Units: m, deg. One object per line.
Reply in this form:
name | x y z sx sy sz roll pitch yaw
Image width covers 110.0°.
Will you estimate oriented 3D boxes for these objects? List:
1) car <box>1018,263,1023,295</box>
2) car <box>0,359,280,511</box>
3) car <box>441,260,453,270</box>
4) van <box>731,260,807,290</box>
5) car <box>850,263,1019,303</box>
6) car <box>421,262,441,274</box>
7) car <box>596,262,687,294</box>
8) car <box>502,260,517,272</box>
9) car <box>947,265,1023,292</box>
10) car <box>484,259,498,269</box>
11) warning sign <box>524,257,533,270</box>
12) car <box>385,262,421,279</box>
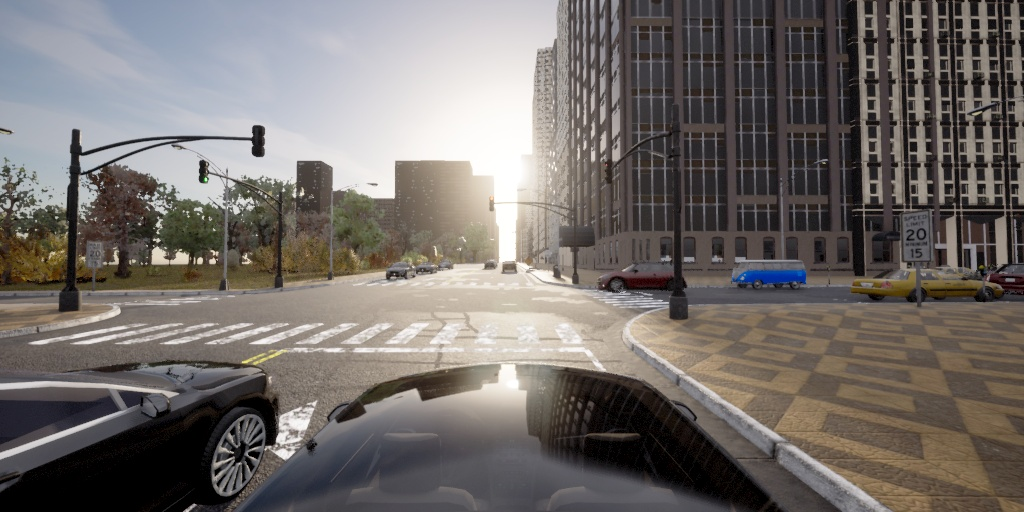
car | 21.629 0.962 14.190 4.097 1.591 1.967 0 0 -1
car | -3.140 1.242 1.495 2.128 1.511 4.902 0 0 -1
car | -10.342 1.408 55.929 2.128 1.511 4.902 0 0 -1
van | 15.760 1.123 22.087 3.998 1.789 1.690 0 0 -1
car | 16.215 1.076 14.073 4.829 1.417 1.751 0 0 -1
car | -10.226 1.416 42.971 1.994 1.385 4.181 0 0 0
car | 7.000 1.116 19.756 4.553 1.767 2.097 0 -2 4
car | -0.342 1.359 49.642 1.882 1.535 5.008 0 0 -1
car | 27.880 1.195 19.760 5.357 1.411 2.033 0 -2 -1
car | -3.815 1.462 62.736 1.837 1.490 4.892 0 0 -1
warning sign | 2.396 1.003 50.903 1.300 1.860 1.060 0 0 -1
car | -10.148 1.321 33.073 1.837 1.490 4.892 0 0 -2
